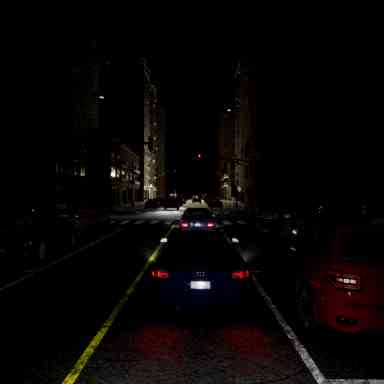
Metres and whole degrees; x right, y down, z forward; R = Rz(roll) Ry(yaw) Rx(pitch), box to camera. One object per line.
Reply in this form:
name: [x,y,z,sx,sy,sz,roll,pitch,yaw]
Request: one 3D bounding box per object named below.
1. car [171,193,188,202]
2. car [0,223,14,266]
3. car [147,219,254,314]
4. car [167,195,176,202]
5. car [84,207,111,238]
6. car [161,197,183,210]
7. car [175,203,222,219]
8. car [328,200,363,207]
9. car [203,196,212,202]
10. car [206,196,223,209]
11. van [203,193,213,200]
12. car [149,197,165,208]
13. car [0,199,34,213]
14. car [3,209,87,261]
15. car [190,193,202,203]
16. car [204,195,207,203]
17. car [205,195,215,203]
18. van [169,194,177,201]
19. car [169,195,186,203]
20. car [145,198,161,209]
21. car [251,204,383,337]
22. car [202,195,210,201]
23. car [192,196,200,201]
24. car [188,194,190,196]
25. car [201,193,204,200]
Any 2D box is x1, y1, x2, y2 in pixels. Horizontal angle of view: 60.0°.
car: [-2.283,1.368,62.248,2.097,1.767,4.553,0,0,1]
car: [-5.776,1.527,6.534,1.752,1.417,4.829,1,0,1]
car: [0.175,1.566,7.712,1.994,1.385,4.181,0,0,1]
car: [-4.857,1.465,79.004,1.967,1.590,4.097,1,0,1]
car: [-5.634,1.529,17.782,1.752,1.417,4.829,1,0,1]
car: [-2.559,1.611,43.176,1.895,1.301,4.718,0,0,1]
car: [0.269,1.551,17.776,2.033,1.411,5.357,0,0,0]
car: [13.988,1.502,31.920,4.553,1.767,2.097,0,-1,1]
car: [3.666,1.607,78.890,1.802,1.307,4.206,1,0,1]
car: [3.235,1.592,44.853,1.802,1.307,4.206,1,0,1]
van: [3.453,1.357,61.872,1.690,1.788,3.998,1,0,1]
car: [-5.218,1.556,50.642,1.887,1.381,4.507,1,0,1]
car: [-16.425,1.341,29.272,4.902,1.511,2.128,1,-1,1]
car: [-5.703,1.547,12.328,1.887,1.381,4.507,1,0,1]
car: [0.965,1.568,69.306,2.033,1.411,5.357,0,0,0]
car: [3.379,1.596,56.199,1.802,1.307,4.206,1,0,1]
car: [3.307,1.594,50.526,1.802,1.307,4.206,1,0,1]
van: [-4.784,1.370,84.677,1.690,1.788,3.998,1,0,1]
car: [-2.433,1.613,52.607,1.895,1.301,4.718,0,0,1]
car: [-5.289,1.555,44.970,1.887,1.381,4.507,1,0,1]
car: [2.753,1.316,6.587,2.192,1.841,5.009,1,0,1]
car: [3.810,1.598,90.236,1.947,1.339,4.313,1,0,1]
car: [1.068,1.625,84.928,1.895,1.301,4.718,0,0,1]
car: [-2.085,1.562,72.847,2.033,1.411,5.357,0,0,1]
car: [3.525,1.334,67.545,2.192,1.841,5.009,1,0,1]
